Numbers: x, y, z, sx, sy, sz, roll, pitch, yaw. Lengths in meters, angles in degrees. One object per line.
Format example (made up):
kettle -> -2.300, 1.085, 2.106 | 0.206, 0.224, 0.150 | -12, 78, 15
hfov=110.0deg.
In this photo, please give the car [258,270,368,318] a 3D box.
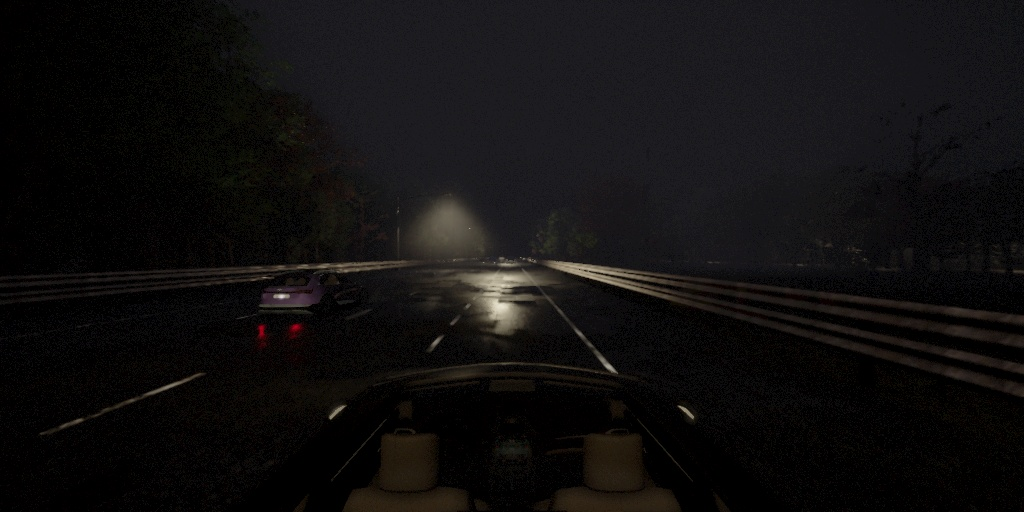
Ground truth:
car -> -7.001, 1.318, 13.136 | 2.033, 1.649, 4.856 | 0, -1, 0
